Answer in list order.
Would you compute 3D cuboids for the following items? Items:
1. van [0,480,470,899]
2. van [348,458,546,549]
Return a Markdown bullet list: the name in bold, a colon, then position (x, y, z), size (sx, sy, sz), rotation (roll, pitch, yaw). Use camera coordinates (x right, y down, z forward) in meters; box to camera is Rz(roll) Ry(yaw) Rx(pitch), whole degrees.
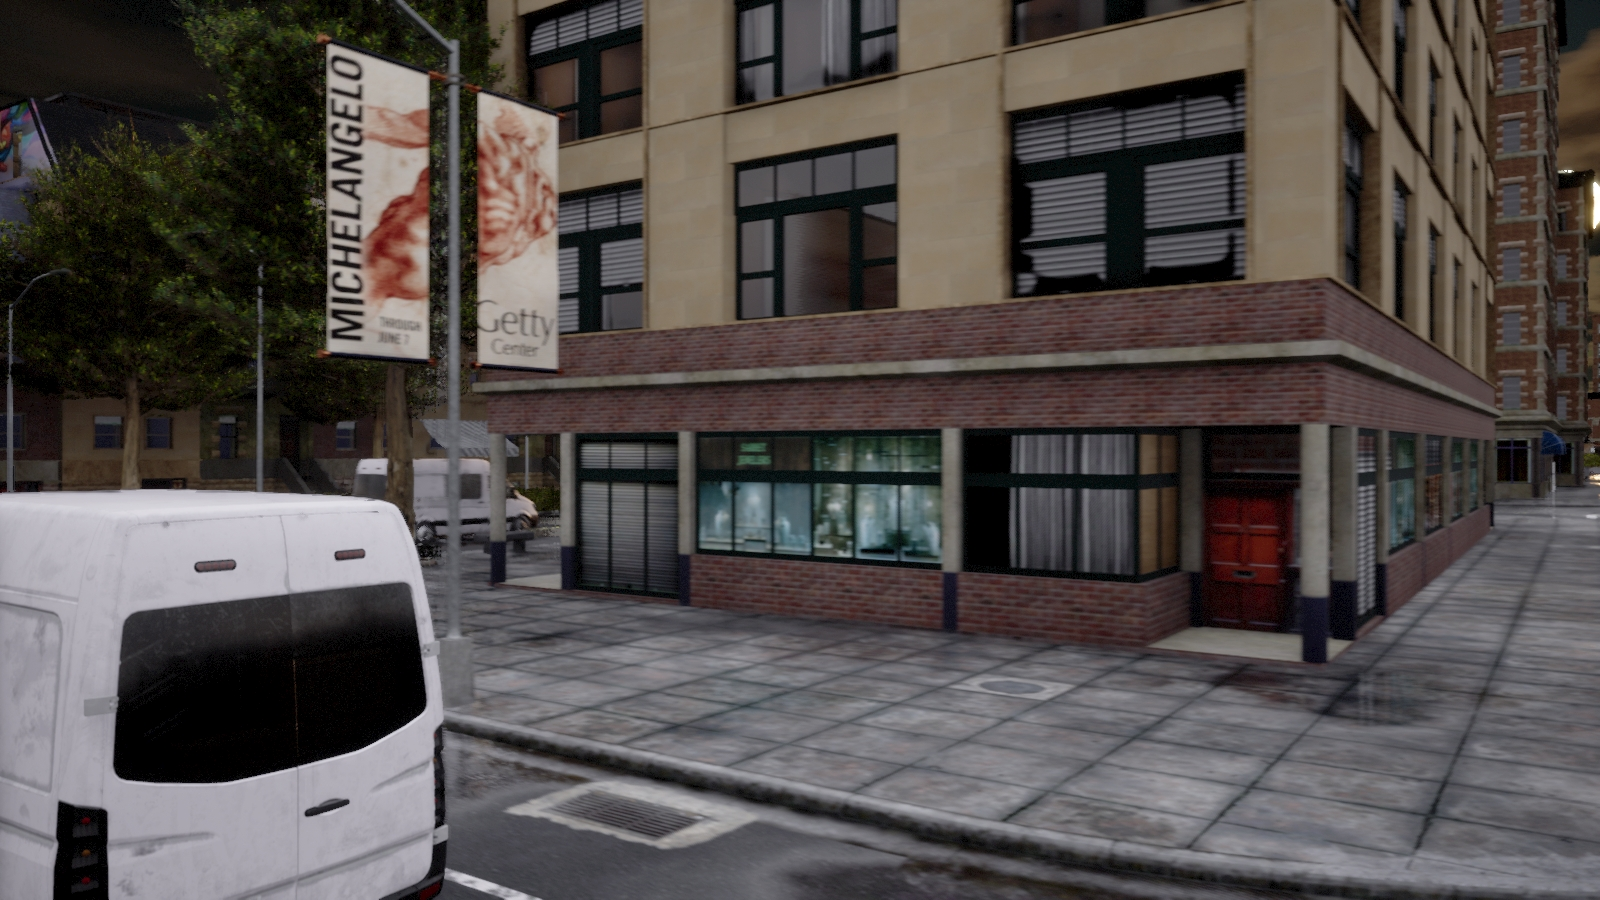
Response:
- **van**: position (-4.806, 1.534, 7.164), size (5.915, 2.561, 1.988), rotation (0, 0, 35)
- **van**: position (-10.796, 1.534, 35.459), size (1.988, 2.561, 5.915), rotation (0, 0, 35)
